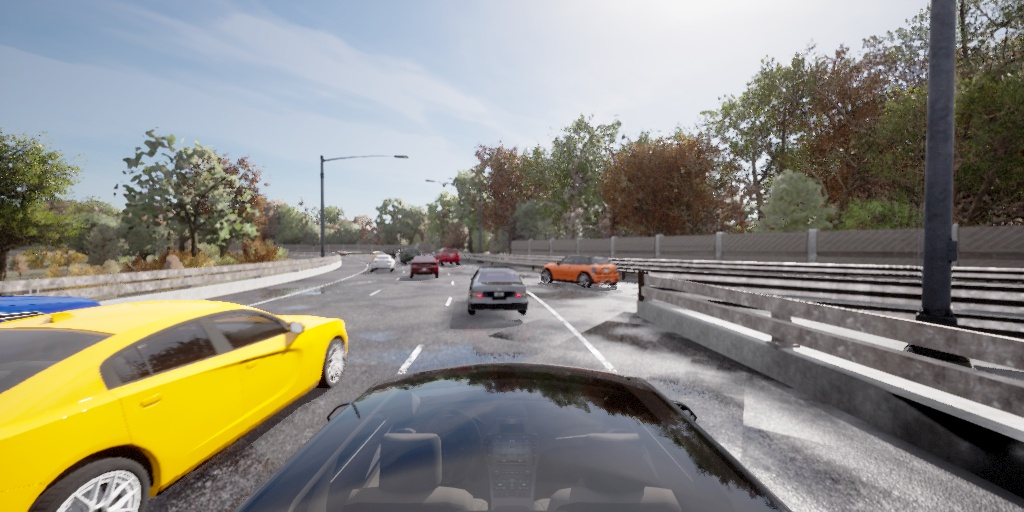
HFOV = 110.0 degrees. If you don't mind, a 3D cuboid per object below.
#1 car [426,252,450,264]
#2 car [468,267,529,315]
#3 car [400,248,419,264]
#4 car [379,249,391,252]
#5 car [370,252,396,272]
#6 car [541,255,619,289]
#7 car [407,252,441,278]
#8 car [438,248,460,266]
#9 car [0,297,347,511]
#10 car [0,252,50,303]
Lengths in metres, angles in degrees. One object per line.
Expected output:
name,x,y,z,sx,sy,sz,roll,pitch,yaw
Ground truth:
car,-9.935,0.257,47.792,2.128,1.511,4.902,-1,1,-23
car,-0.551,1.069,12.413,2.033,1.411,5.357,0,1,-4
car,-13.376,0.006,47.048,2.150,2.045,5.566,0,1,-23
car,-18.376,0.216,49.356,1.882,1.535,5.008,-1,1,-26
car,-11.677,0.620,32.580,1.812,1.442,4.674,0,1,-17
car,3.611,0.710,19.831,2.097,1.767,4.553,-1,1,-32
car,-6.400,0.702,26.377,1.882,1.535,5.008,0,1,-12
car,-7.782,0.089,42.745,2.150,2.045,5.566,0,1,-22
car,-3.497,1.188,3.623,1.882,1.535,5.008,0,1,0
car,-6.967,0.948,2.969,2.150,2.045,5.566,0,1,0
